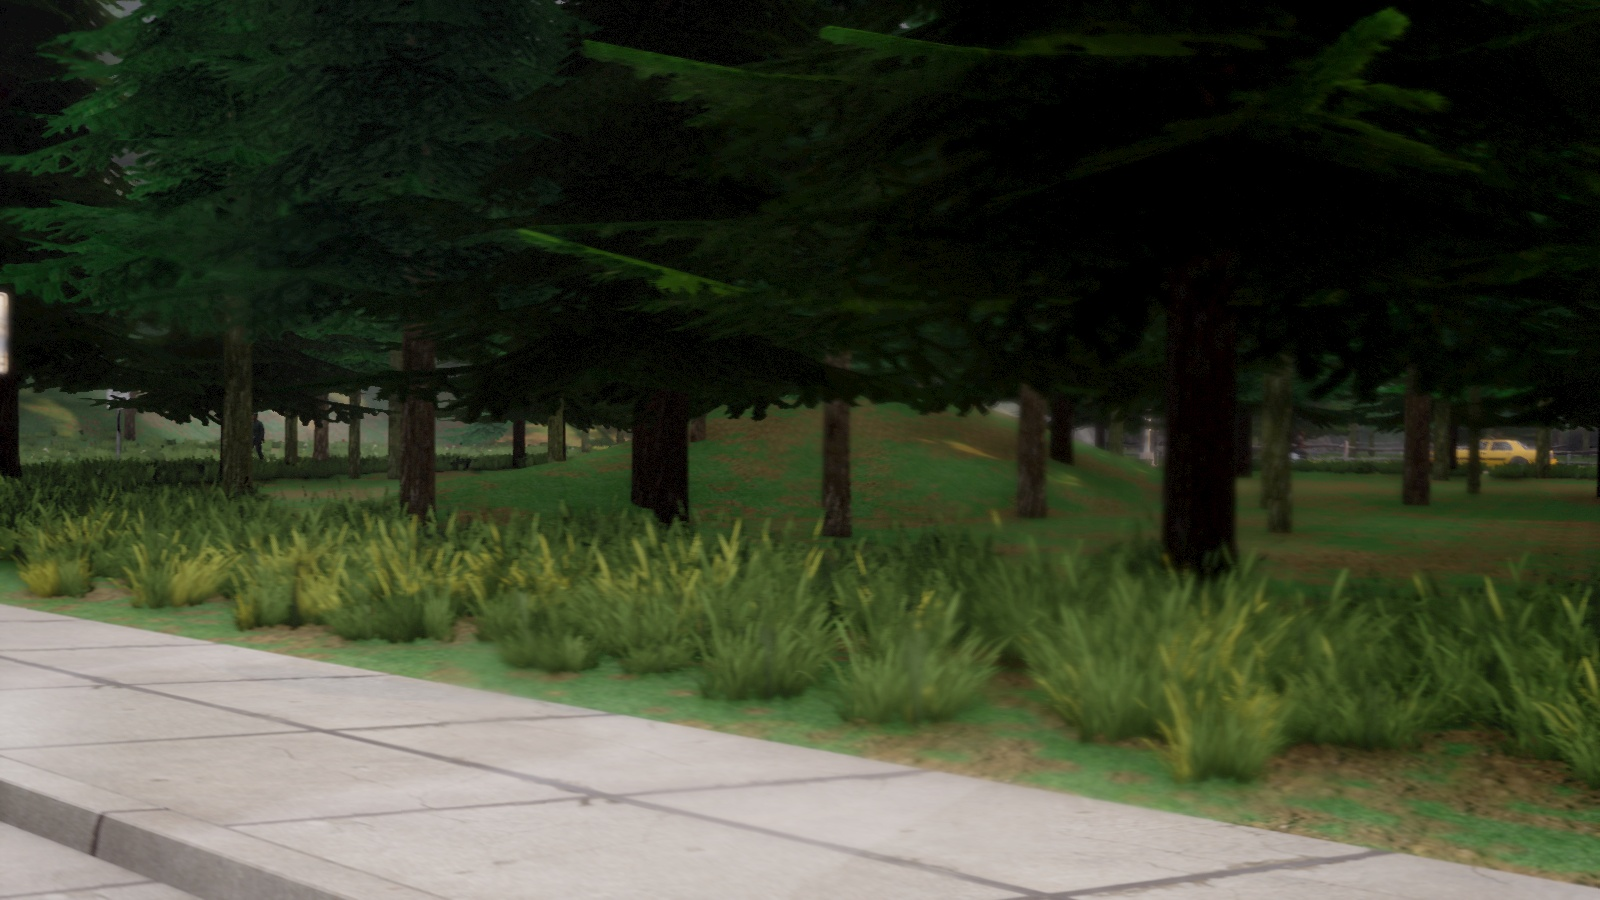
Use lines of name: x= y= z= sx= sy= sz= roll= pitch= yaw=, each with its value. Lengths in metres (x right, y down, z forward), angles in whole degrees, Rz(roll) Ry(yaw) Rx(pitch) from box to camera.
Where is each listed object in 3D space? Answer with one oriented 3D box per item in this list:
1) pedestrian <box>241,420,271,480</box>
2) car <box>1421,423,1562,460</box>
pedestrian: x=-17.850 y=-0.003 z=41.236 sx=0.423 sy=1.949 sz=0.788 roll=0 pitch=1 yaw=25
car: x=30.658 y=-0.361 z=55.740 sx=5.366 sy=1.575 sz=1.801 roll=0 pitch=1 yaw=34
